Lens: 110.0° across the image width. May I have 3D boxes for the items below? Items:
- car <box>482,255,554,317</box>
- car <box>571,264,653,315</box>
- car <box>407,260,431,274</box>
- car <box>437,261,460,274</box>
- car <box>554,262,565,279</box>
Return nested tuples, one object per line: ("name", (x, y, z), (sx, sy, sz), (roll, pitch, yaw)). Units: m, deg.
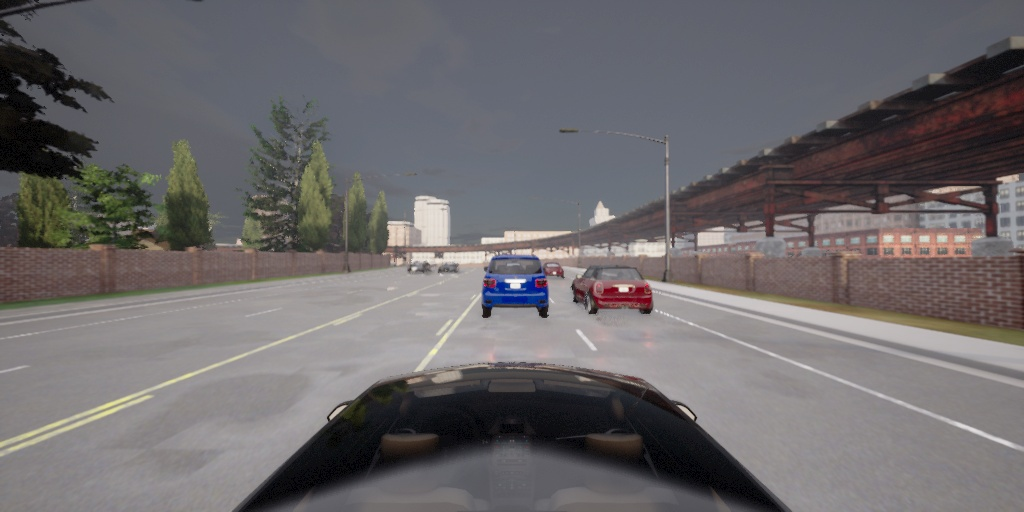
("car", (0.104, 0.970, 13.351), (2.150, 2.045, 5.566), (0, 0, 0))
("car", (3.605, 1.100, 13.708), (2.097, 1.767, 4.553), (0, 0, 0))
("car", (-10.602, 1.235, 41.241), (2.128, 1.511, 4.902), (0, 0, 0))
("car", (-7.102, 1.308, 40.587), (1.994, 1.385, 4.181), (0, 0, 0))
("car", (3.611, 1.271, 32.728), (1.812, 1.442, 4.674), (0, 0, 0))
